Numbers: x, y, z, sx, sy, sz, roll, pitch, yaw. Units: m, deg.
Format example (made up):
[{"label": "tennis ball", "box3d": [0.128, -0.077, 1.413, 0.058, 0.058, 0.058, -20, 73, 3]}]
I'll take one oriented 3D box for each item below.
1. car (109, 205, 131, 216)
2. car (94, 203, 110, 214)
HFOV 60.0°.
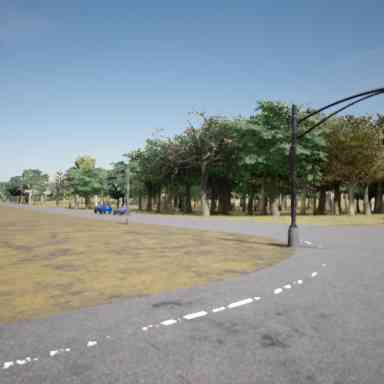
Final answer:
[{"label": "car", "box3d": [-12.043, 3.274, 57.018, 1.812, 1.442, 4.674, 1, -2, -33]}, {"label": "car", "box3d": [-17.542, 3.261, 65.423, 2.150, 2.045, 5.566, 1, -2, -33]}]
